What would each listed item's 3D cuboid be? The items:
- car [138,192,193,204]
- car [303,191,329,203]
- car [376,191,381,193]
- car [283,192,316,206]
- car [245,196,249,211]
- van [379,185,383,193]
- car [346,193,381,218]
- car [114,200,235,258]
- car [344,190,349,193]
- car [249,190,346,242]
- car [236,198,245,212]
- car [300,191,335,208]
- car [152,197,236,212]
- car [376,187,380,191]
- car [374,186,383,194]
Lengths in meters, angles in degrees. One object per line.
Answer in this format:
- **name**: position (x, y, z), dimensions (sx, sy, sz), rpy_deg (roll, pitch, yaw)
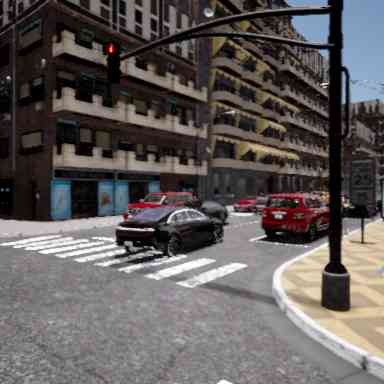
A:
- **car**: position (-1.756, 0.968, 19.884), dimensions (2.192, 1.841, 5.009), rpy_deg (2, 2, 39)
- **car**: position (15.529, 0.622, 41.571), dimensions (1.802, 1.307, 4.206), rpy_deg (2, 2, 39)
- **car**: position (15.208, 0.868, 27.726), dimensions (1.947, 1.339, 4.313), rpy_deg (1, 2, 39)
- **car**: position (12.073, 0.714, 37.235), dimensions (2.008, 1.369, 4.403), rpy_deg (2, 2, 39)
- **car**: position (6.520, 0.929, 26.137), dimensions (2.128, 1.511, 4.902), rpy_deg (0, 1, 39)
- **van**: position (46.647, -0.742, 80.587), dimensions (1.690, 1.788, 3.998), rpy_deg (2, 2, 39)
- **car**: position (11.749, 0.991, 23.389), dimensions (1.947, 1.339, 4.313), rpy_deg (1, 2, 39)
- **car**: position (-0.588, 1.275, 11.977), dimensions (2.128, 1.511, 4.902), rpy_deg (0, 1, 33)
- **car**: position (22.445, 0.336, 50.242), dimensions (1.887, 1.381, 4.507), rpy_deg (2, 2, 39)
- **car**: position (4.834, 0.984, 14.708), dimensions (2.192, 1.841, 5.009), rpy_deg (1, 2, 39)
- **car**: position (5.158, 0.991, 28.564), dimensions (1.802, 1.307, 4.206), rpy_deg (2, 2, 39)
- **car**: position (12.990, 0.686, 34.235), dimensions (1.882, 1.535, 5.008), rpy_deg (0, 1, 39)
- **car**: position (0.244, 1.184, 18.268), dimensions (1.812, 1.442, 4.674), rpy_deg (0, 1, 39)
- **car**: position (36.274, -0.267, 67.582), dimensions (1.967, 1.590, 4.097), rpy_deg (2, 2, 39)
- **car**: position (43.189, -0.518, 76.254), dimensions (1.967, 1.590, 4.097), rpy_deg (2, 2, 39)
